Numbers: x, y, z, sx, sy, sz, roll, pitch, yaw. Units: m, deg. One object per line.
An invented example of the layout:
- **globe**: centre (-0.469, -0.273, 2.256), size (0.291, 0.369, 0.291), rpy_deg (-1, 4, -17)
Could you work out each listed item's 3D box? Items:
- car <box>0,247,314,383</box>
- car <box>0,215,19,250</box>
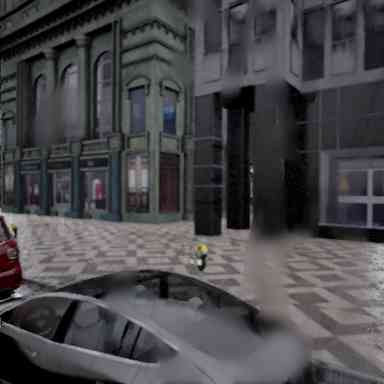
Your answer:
- **car**: centre (-0.921, 1.554, 3.618), size (4.313, 1.339, 1.947), rpy_deg (0, 0, 36)
- **car**: centre (-5.509, 1.278, 6.891), size (5.009, 1.841, 2.192), rpy_deg (0, 0, 36)
